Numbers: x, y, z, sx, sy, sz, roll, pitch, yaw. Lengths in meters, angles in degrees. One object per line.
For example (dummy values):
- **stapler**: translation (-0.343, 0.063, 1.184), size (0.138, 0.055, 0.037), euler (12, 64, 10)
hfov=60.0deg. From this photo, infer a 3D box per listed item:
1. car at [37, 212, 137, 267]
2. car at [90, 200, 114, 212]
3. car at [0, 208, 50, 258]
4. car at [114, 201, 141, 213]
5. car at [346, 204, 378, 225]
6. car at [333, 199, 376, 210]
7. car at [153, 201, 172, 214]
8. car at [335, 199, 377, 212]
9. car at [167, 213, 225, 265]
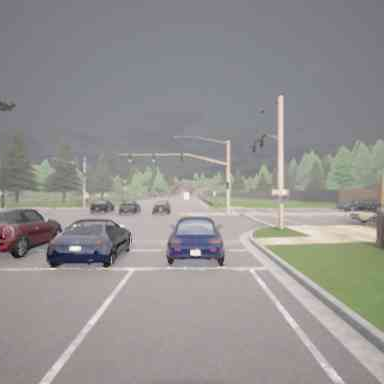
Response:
- **car**: translation (-3.407, 1.629, 11.724), size (1.994, 1.385, 4.181), euler (0, 0, 0)
- **car**: translation (-10.398, 1.687, 38.926), size (1.882, 1.535, 5.008), euler (0, 0, 0)
- **car**: translation (-6.905, 1.423, 13.184), size (2.097, 1.767, 4.553), euler (0, 0, 0)
- **car**: translation (-6.899, 1.693, 37.347), size (2.128, 1.511, 4.902), euler (0, 0, 0)
- **car**: translation (14.312, 1.733, 24.453), size (4.718, 1.301, 1.895), euler (0, 0, 3)
- **car**: translation (22.582, 1.741, 46.389), size (4.902, 1.511, 2.128), euler (0, 0, 1)
- **car**: translation (-3.412, 1.733, 38.386), size (1.812, 1.442, 4.674), euler (0, 0, 0)
- **car**: translation (20.027, 1.565, 39.424), size (4.553, 1.767, 2.097), euler (0, 0, 1)
- **car**: translation (0.146, 1.590, 11.898), size (1.812, 1.442, 4.674), euler (0, 0, 1)
